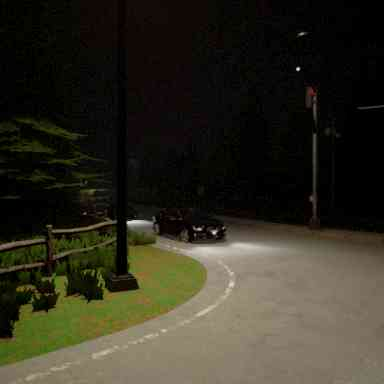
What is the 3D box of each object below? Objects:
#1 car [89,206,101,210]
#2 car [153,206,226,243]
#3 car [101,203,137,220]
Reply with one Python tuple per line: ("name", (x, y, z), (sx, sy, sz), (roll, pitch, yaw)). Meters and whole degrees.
("car", (-10.735, 1.499, 38.045), (1.812, 1.442, 4.674), (0, 0, -24))
("car", (-0.299, 1.479, 16.084), (1.837, 1.490, 4.892), (-1, 0, -31))
("car", (-5.815, 1.538, 27.036), (1.994, 1.385, 4.181), (0, 0, -24))
